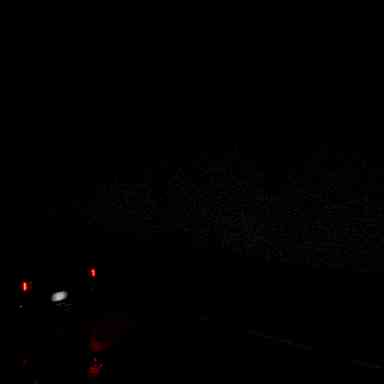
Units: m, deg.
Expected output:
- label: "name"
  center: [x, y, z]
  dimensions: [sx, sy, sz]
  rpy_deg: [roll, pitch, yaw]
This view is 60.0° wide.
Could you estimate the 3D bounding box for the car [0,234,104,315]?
- label: "car"
  center: [-4.101, 1.632, 7.586]
  dimensions: [4.718, 1.301, 1.895]
  rpy_deg: [0, 0, 41]
